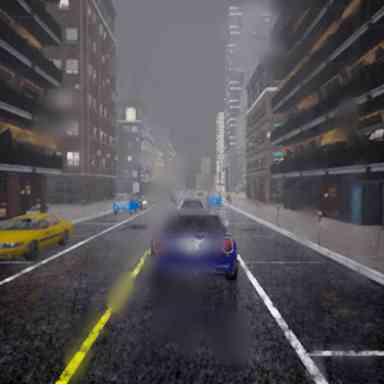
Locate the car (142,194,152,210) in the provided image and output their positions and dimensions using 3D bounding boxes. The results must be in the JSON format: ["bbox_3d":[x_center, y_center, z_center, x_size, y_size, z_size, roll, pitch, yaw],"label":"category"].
[{"bbox_3d":[-5.724,1.148,34.586,2.008,1.369,4.403,-1,1,0],"label":"car"}]

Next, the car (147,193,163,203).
[{"bbox_3d":[-5.736,0.954,51.577,2.008,1.369,4.403,-1,1,0],"label":"car"}]

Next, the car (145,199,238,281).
[{"bbox_3d":[0.050,1.239,9.640,2.097,1.767,4.553,0,1,0],"label":"car"}]

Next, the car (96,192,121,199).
[{"bbox_3d":[-17.932,0.680,71.538,4.829,1.417,1.752,0,2,0],"label":"car"}]

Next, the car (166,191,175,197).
[{"bbox_3d":[-5.761,0.522,89.641,1.887,1.381,4.507,-1,1,0],"label":"car"}]

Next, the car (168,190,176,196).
[{"bbox_3d":[-5.766,0.355,95.288,1.967,1.590,4.097,-1,1,0],"label":"car"}]

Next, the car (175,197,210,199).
[{"bbox_3d":[0.031,1.270,23.674,2.033,1.411,5.357,0,1,0],"label":"car"}]

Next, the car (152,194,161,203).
[{"bbox_3d":[-5.732,0.995,45.743,1.752,1.417,4.829,-1,1,0],"label":"car"}]

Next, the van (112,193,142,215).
[{"bbox_3d":[-5.724,1.004,28.920,1.690,1.788,3.998,-1,1,0],"label":"van"}]

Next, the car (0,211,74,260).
[{"bbox_3d":[-5.709,1.387,11.762,1.752,1.417,4.829,-1,1,0],"label":"car"}]

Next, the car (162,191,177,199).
[{"bbox_3d":[-3.102,0.951,46.698,2.128,1.511,4.902,0,1,0],"label":"car"}]

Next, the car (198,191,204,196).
[{"bbox_3d":[2.582,0.459,95.352,1.887,1.381,4.507,-1,1,0],"label":"car"}]

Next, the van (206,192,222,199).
[{"bbox_3d":[2.649,0.874,40.217,1.690,1.788,3.998,-1,1,0],"label":"van"}]
